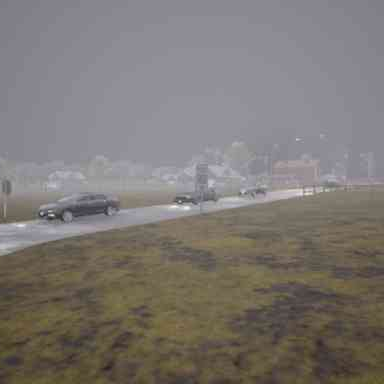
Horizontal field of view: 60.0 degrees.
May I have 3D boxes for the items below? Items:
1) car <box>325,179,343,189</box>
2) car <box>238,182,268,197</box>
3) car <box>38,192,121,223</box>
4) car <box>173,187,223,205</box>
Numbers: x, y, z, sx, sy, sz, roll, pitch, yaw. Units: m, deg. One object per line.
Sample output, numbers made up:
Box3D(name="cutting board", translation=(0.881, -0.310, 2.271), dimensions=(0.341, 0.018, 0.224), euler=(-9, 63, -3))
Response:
Box3D(name="car", translation=(23.192, -1.358, 54.287), dimensions=(1.882, 1.535, 5.008), euler=(1, 3, 36))
Box3D(name="car", translation=(6.865, -0.300, 37.182), dimensions=(2.128, 1.511, 4.902), euler=(1, 3, 37))
Box3D(name="car", translation=(-6.409, 0.800, 19.382), dimensions=(1.837, 1.490, 4.892), euler=(1, 3, 38))
Box3D(name="car", translation=(0.632, 0.263, 28.779), dimensions=(2.033, 1.411, 5.357), euler=(1, 3, 37))
